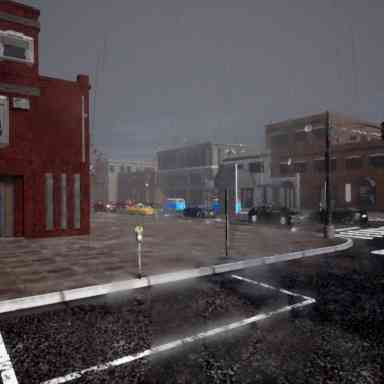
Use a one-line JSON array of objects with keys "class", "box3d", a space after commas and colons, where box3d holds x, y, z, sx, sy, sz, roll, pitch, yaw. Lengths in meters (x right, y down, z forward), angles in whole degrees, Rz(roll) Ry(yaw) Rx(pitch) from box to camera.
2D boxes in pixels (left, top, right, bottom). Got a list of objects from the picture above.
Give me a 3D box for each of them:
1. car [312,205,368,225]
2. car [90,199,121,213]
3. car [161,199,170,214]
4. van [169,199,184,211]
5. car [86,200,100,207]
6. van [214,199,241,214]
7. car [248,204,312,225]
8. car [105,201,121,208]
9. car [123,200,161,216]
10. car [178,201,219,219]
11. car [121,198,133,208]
[{"class": "car", "box3d": [11.192, 1.731, 25.591, 1.994, 1.385, 4.181, -1, 0, -37]}, {"class": "car", "box3d": [-12.744, 2.001, 48.490, 2.192, 1.841, 5.009, -2, 0, -36]}, {"class": "car", "box3d": [-5.156, 2.034, 42.468, 1.837, 1.490, 4.892, -1, 0, -36]}, {"class": "van", "box3d": [-2.640, 1.868, 48.801, 1.690, 1.788, 3.998, -2, 0, -36]}, {"class": "car", "box3d": [-22.643, 2.595, 76.237, 1.802, 1.307, 4.206, -2, 0, -36]}, {"class": "van", "box3d": [4.029, 1.707, 39.657, 1.690, 1.788, 3.998, -2, 0, -36]}, {"class": "car", "box3d": [6.594, 1.750, 26.338, 1.837, 1.490, 4.892, -1, 0, -36]}, {"class": "car", "box3d": [-15.973, 2.433, 67.092, 1.802, 1.307, 4.206, -2, 0, -36]}, {"class": "car", "box3d": [-5.968, 2.048, 39.208, 1.752, 1.417, 4.829, -2, 0, -36]}, {"class": "car", "box3d": [0.773, 1.950, 34.340, 1.994, 1.385, 4.181, -1, 0, -35]}, {"class": "car", "box3d": [-12.646, 2.085, 62.519, 2.192, 1.841, 5.009, -2, 0, -36]}]
